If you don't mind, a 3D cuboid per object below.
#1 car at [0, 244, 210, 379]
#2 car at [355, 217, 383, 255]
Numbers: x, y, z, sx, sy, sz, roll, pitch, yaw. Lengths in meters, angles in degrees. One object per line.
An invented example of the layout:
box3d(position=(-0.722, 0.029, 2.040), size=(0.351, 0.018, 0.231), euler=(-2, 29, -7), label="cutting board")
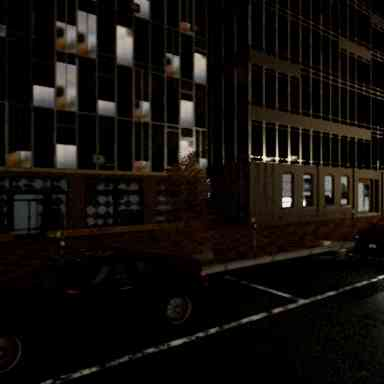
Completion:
box3d(position=(-1.613, 1.574, 5.408), size=(4.206, 1.307, 1.802), euler=(0, 0, -36), label="car")
box3d(position=(7.653, 1.487, 12.022), size=(4.507, 1.381, 1.887), euler=(0, 0, -36), label="car")
